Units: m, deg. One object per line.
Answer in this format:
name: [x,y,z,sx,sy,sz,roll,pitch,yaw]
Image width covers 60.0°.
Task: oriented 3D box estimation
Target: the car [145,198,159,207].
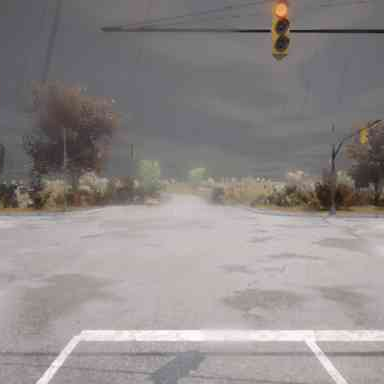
car: [-7.000,1.862,58.423,1.882,1.535,5.008,0,-2,0]
